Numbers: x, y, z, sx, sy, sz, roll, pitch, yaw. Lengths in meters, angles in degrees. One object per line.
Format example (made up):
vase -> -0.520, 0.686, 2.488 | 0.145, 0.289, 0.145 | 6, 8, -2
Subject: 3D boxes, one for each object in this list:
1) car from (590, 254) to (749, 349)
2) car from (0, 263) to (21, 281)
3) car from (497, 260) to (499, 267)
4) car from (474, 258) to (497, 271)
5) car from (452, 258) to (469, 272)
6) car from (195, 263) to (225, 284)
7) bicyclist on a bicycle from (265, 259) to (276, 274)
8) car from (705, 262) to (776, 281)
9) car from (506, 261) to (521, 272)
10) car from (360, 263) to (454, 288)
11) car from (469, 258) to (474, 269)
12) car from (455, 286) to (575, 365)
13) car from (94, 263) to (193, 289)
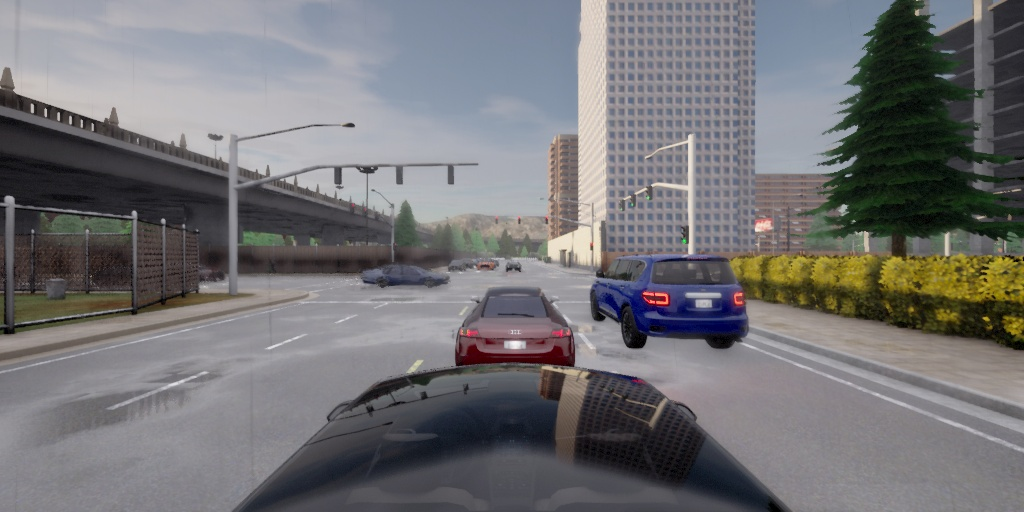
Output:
car -> 3.567, 0.970, 9.297 | 2.150, 2.045, 5.566 | 0, 0, 1
car -> -39.807, 1.402, 26.608 | 4.718, 1.301, 1.895 | 0, 0, 0
car -> -3.595, 1.232, 58.872 | 2.128, 1.511, 4.902 | 0, 0, 0
car -> -3.598, 1.094, 49.800 | 2.097, 1.767, 4.553 | 0, 0, 0
car -> -7.103, 1.247, 46.656 | 1.837, 1.490, 4.892 | 0, 0, 0
car -> -24.092, 1.154, 26.638 | 4.553, 1.767, 2.097 | 0, 0, 0
bicyclist on a bicycle -> -25.306, 1.100, 37.617 | 0.582, 1.620, 1.656 | 0, 0, 0
car -> 19.301, 1.305, 30.438 | 4.892, 1.490, 1.837 | 0, 0, 0
car -> 0.154, 1.343, 46.703 | 1.895, 1.301, 4.718 | 0, 0, -1
car -> -6.750, 1.321, 23.176 | 5.357, 1.411, 2.033 | 0, 0, 0
car -> -7.101, 1.093, 55.540 | 2.097, 1.767, 4.553 | 0, 0, 0
car -> 0.062, 1.313, 7.430 | 1.994, 1.385, 4.181 | 0, 0, 0
car -> -23.865, 1.306, 23.137 | 4.892, 1.490, 1.837 | 0, 0, 0
